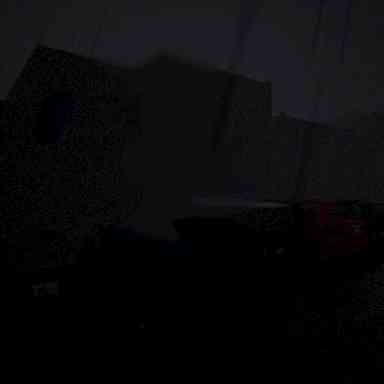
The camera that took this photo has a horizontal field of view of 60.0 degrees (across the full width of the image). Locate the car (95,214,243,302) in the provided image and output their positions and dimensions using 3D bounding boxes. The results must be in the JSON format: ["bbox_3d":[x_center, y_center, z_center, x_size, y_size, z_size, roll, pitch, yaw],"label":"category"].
[{"bbox_3d":[-1.291,1.482,8.535,2.231,1.521,4.892,0,0,-36],"label":"car"}]

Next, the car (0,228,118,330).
[{"bbox_3d":[-3.570,1.509,6.936,2.163,1.488,4.792,0,0,-36],"label":"car"}]

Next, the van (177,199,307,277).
[{"bbox_3d":[1.011,1.255,10.314,1.878,1.987,4.442,0,0,-36],"label":"van"}]

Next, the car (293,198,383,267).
[{"bbox_3d":[3.226,1.231,11.787,2.435,2.045,5.566,0,0,-36],"label":"car"}]
